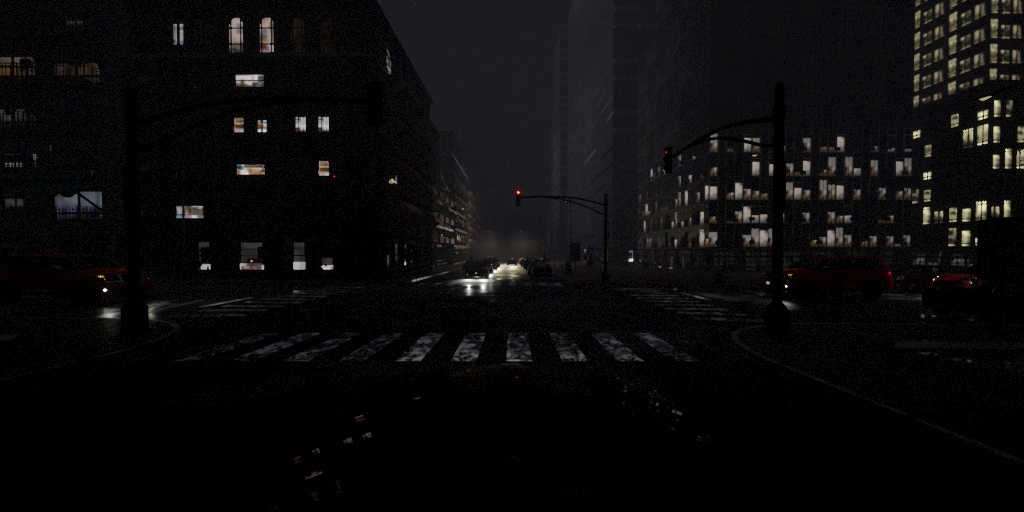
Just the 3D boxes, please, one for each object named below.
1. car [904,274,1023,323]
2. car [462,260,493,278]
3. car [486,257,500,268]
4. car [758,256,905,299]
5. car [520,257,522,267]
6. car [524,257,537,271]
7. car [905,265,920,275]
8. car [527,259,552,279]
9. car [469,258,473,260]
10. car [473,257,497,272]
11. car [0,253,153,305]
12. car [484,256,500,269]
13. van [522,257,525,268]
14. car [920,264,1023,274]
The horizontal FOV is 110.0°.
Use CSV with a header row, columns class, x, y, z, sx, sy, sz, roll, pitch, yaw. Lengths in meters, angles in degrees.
class,x,y,z,sx,sy,sz,roll,pitch,yaw
car,16.708,1.445,12.171,4.403,1.370,2.007,0,0,1
car,-3.111,1.289,32.808,1.994,1.385,4.181,0,0,0
car,-3.100,1.035,60.690,2.097,1.767,4.553,0,0,0
car,15.703,1.019,18.088,5.566,2.045,2.150,0,1,1
car,2.621,1.238,55.052,1.888,1.381,4.507,0,0,0
car,2.633,1.158,38.114,1.967,1.591,4.097,0,0,0
car,23.361,1.230,20.723,4.097,1.591,1.967,0,0,1
car,2.636,1.271,32.468,1.888,1.381,4.507,0,0,0
car,-5.723,1.268,49.367,1.948,1.339,4.313,0,0,0
car,-3.124,1.218,41.546,1.837,1.490,4.892,0,0,0
car,-18.849,0.911,15.336,5.566,2.045,2.150,0,1,1
car,-3.117,1.052,50.783,2.097,1.767,4.553,0,0,0
van,2.625,1.043,49.406,1.690,1.789,3.998,0,0,0
car,24.095,1.188,17.978,4.553,1.767,2.097,0,1,1
